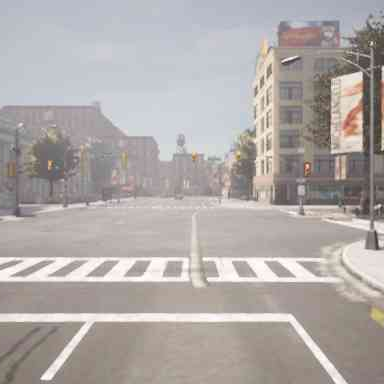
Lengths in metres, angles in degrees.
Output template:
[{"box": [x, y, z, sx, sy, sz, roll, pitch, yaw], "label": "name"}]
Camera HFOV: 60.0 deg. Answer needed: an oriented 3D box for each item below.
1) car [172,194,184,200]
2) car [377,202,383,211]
[{"box": [-3.451, 1.358, 85.545, 2.033, 1.411, 5.357, 0, 0, 0], "label": "car"}, {"box": [22.936, 1.415, 36.429, 4.902, 1.511, 2.128, 0, 0, 0], "label": "car"}]
